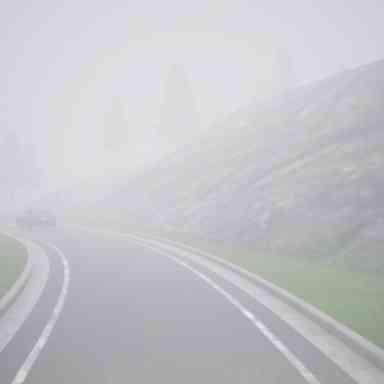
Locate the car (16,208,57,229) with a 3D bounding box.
[{"bbox_3d":[-11.465,1.852,24.369,1.994,1.385,4.181,-1,0,-39],"label":"car"}]
